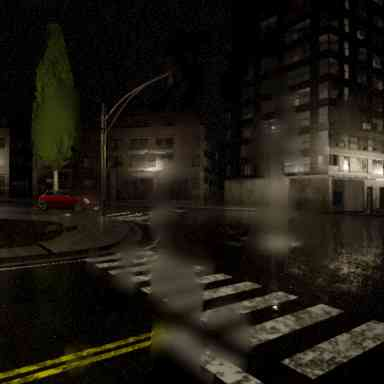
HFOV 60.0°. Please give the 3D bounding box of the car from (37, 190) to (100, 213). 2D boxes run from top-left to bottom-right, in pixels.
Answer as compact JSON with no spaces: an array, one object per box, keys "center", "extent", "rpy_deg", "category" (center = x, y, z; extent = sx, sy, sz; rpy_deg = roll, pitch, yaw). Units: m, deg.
[{"center":[-9.568,0.622,26.020],"extent":[4.553,1.767,2.097],"rpy_deg":[1,0,11],"category":"car"}]
